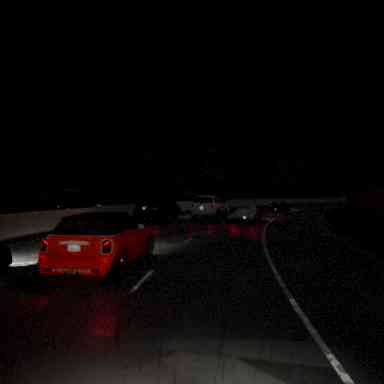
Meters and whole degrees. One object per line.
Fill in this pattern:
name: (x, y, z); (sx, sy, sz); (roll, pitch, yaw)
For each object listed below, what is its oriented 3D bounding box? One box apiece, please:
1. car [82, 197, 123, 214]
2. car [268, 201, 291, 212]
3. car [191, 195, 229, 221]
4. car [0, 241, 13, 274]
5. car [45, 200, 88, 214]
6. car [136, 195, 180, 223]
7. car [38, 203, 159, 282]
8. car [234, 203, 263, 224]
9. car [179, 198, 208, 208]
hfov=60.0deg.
car: (-10.063, 1.425, 37.766); (2.097, 1.767, 4.553); (0, 0, 22)
car: (10.938, 1.757, 41.180); (1.895, 1.301, 4.718); (0, 0, 28)
car: (1.603, 1.309, 28.611); (2.150, 2.045, 5.566); (0, 0, 18)
car: (-6.331, 1.565, 8.006); (1.994, 1.385, 4.181); (0, 0, 5)
car: (-13.995, 1.659, 37.390); (1.895, 1.301, 4.718); (0, 0, 21)
car: (-2.711, 1.288, 26.627); (2.150, 2.045, 5.566); (0, 0, 16)
car: (-2.590, 1.372, 10.078); (2.097, 1.767, 4.553); (0, 0, 6)
car: (4.468, 1.616, 26.011); (1.812, 1.442, 4.674); (0, 0, 18)
car: (0.294, 1.695, 51.122); (2.033, 1.411, 5.357); (0, 0, 31)
